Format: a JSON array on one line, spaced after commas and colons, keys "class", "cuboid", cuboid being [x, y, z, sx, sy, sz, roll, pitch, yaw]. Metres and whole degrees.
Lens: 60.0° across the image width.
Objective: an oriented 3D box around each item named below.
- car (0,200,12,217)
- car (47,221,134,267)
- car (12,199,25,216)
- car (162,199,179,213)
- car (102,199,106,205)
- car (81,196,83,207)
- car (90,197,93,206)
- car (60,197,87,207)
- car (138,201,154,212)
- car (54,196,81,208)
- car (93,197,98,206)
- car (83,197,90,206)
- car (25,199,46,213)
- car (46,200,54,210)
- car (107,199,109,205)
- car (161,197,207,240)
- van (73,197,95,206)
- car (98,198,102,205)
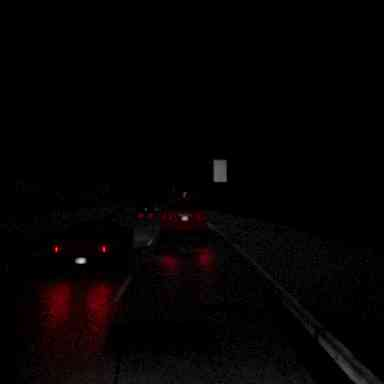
[{"class": "car", "cuboid": [-18.331, 1.556, 28.198, 4.892, 1.521, 2.231, 0, 0, -25]}, {"class": "car", "cuboid": [-3.188, 1.638, 11.515, 1.895, 1.301, 4.718, 0, 0, -2]}, {"class": "car", "cuboid": [-18.635, 1.570, 31.141, 4.892, 1.521, 2.231, 0, 0, -26]}, {"class": "car", "cuboid": [-2.845, 1.729, 42.794, 1.882, 1.535, 5.008, 0, 0, -7]}, {"class": "car", "cuboid": [-25.254, 2.631, 84.163, 5.366, 1.575, 1.946, 0, -2, -27]}, {"class": "car", "cuboid": [-21.872, 1.744, 57.661, 4.553, 1.767, 2.185, 0, -1, -27]}, {"class": "car", "cuboid": [-22.926, 2.112, 66.529, 4.674, 1.452, 2.002, 0, -2, -27]}, {"class": "car", "cuboid": [-22.592, 1.874, 63.567, 4.553, 1.767, 2.185, 0, -2, -27]}, {"class": "car", "cuboid": [-5.785, 1.826, 42.171, 1.895, 1.301, 4.718, 0, -1, -7]}, {"class": "car", "cuboid": [-21.472, 1.813, 54.718, 5.008, 1.535, 2.097, 0, -1, -27]}, {"class": "car", "cuboid": [-23.263, 1.902, 69.509, 5.566, 2.045, 2.435, 0, -2, -27]}, {"class": "car", "cuboid": [-22.039, 1.928, 60.715, 5.366, 1.575, 1.946, 0, -2, -27]}, {"class": "car", "cuboid": [-19.325, 1.601, 37.014, 5.008, 1.535, 2.097, 0, -1, -27]}, {"class": "car", "cuboid": [-19.680, 1.622, 39.955, 5.008, 1.535, 2.097, 0, -1, -27]}, {"class": "car", "cuboid": [-25.844, 2.721, 90.153, 4.553, 1.767, 2.185, 0, -2, -27]}, {"class": "car", "cuboid": [-0.475, 1.293, 17.611, 2.150, 2.045, 5.566, 0, 0, -3]}, {"class": "van", "cuboid": [-23.545, 2.014, 72.498, 4.442, 1.987, 1.878, 0, -2, -27]}, {"class": "car", "cuboid": [-24.032, 2.078, 75.382, 5.566, 2.045, 2.435, 0, -2, -27]}]
